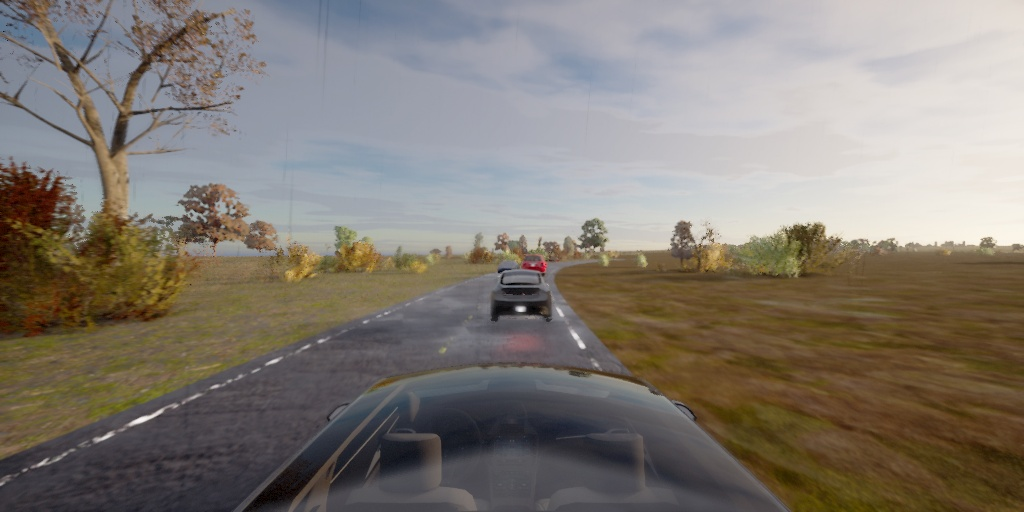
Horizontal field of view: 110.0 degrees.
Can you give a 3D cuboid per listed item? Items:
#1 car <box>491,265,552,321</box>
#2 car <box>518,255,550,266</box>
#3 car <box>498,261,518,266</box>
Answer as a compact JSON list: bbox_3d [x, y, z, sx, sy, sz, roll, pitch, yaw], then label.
[{"bbox_3d":[0.338,1.229,12.417,1.837,1.490,4.892,0,0,2],"label":"car"},{"bbox_3d":[2.196,0.894,34.262,2.150,2.045,5.566,0,0,7],"label":"car"},{"bbox_3d":[-0.320,1.205,39.286,2.033,1.411,5.357,0,0,9],"label":"car"}]
